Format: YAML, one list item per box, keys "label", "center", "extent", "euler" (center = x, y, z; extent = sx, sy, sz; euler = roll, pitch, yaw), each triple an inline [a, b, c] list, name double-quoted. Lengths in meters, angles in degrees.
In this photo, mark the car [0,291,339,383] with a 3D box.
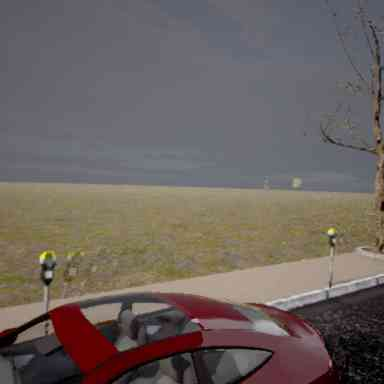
- label: "car"
  center: [-0.650, 1.516, 2.361]
  extent: [4.206, 1.307, 1.802]
  euler: [1, 2, -34]
